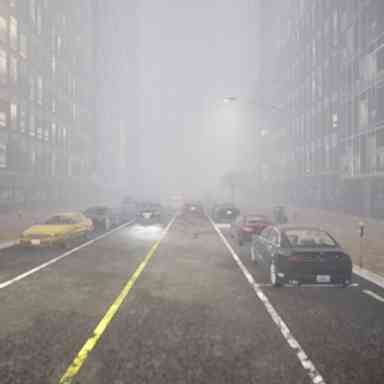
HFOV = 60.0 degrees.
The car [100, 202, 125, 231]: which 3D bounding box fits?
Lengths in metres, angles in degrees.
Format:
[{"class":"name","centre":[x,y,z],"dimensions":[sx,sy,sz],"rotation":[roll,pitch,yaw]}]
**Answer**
[{"class":"car","centre":[-5.693,1.524,20.379],"dimensions":[1.947,1.339,4.313],"rotation":[0,0,0]}]

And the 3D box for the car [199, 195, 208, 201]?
[{"class":"car","centre":[2.686,1.360,77.351],"dimensions":[1.802,1.307,4.206],"rotation":[0,0,0]}]

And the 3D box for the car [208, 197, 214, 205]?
[{"class":"car","centre":[2.687,1.475,31.774],"dimensions":[1.887,1.381,4.507],"rotation":[0,0,0]}]

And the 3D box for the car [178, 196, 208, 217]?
[{"class":"car","centre":[0.098,1.437,30.762],"dimensions":[2.163,1.488,4.792],"rotation":[0,0,0]}]

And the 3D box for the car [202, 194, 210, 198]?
[{"class":"car","centre":[2.687,1.407,49.035],"dimensions":[1.752,1.417,4.829],"rotation":[0,0,0]}]

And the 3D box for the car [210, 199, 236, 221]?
[{"class":"car","centre":[2.687,1.510,26.076],"dimensions":[1.947,1.339,4.313],"rotation":[0,0,0]}]

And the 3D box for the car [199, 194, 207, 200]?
[{"class":"car","centre":[2.686,1.280,83.218],"dimensions":[1.752,1.417,4.829],"rotation":[0,0,0]}]

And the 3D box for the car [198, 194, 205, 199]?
[{"class":"car","centre":[2.686,1.259,94.443],"dimensions":[2.008,1.369,4.403],"rotation":[0,0,0]}]

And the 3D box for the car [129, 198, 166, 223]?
[{"class":"car","centre":[-3.100,1.438,25.347],"dimensions":[2.128,1.511,4.902],"rotation":[0,0,0]}]

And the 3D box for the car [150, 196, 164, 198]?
[{"class":"car","centre":[-5.694,1.433,48.865],"dimensions":[2.008,1.369,4.403],"rotation":[0,0,0]}]

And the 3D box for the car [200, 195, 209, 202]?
[{"class":"car","centre":[2.687,1.383,71.655],"dimensions":[1.802,1.307,4.206],"rotation":[0,0,0]}]

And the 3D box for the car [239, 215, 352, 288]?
[{"class":"car","centre":[2.687,1.534,8.985],"dimensions":[2.008,1.369,4.403],"rotation":[0,0,0]}]

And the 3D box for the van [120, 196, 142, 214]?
[{"class":"van","centre":[-5.694,1.272,31.774],"dimensions":[1.690,1.788,3.998],"rotation":[0,0,0]}]

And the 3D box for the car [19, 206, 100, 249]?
[{"class":"car","centre":[-5.693,1.497,14.512],"dimensions":[1.752,1.417,4.829],"rotation":[0,0,0]}]

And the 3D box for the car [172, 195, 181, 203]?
[{"class":"car","centre":[-3.012,1.298,66.419],"dimensions":[1.882,1.535,5.008],"rotation":[0,0,0]}]

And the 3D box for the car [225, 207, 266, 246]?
[{"class":"car","centre":[2.687,1.553,14.682],"dimensions":[1.802,1.307,4.206],"rotation":[0,0,0]}]

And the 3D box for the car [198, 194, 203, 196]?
[{"class":"car","centre":[0.061,1.396,45.534],"dimensions":[2.163,1.488,4.792],"rotation":[0,0,0]}]
